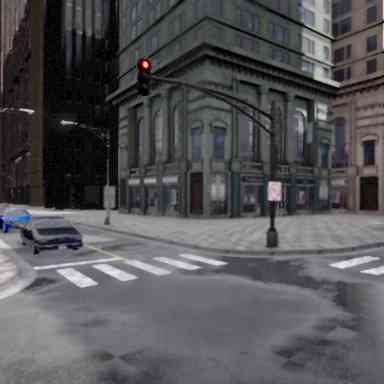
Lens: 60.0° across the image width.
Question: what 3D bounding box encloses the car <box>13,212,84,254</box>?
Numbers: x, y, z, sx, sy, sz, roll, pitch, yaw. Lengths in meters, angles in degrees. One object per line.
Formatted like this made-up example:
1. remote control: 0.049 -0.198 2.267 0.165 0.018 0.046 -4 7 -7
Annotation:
1. car: -6.594 1.847 15.296 2.033 1.411 5.357 0 -1 -35

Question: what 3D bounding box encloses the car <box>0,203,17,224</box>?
1. car: -18.322 2.007 31.902 2.097 1.767 4.553 0 -1 -35

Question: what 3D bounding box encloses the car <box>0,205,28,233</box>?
1. car: -12.425 1.954 23.550 1.882 1.535 5.008 0 -1 -35
